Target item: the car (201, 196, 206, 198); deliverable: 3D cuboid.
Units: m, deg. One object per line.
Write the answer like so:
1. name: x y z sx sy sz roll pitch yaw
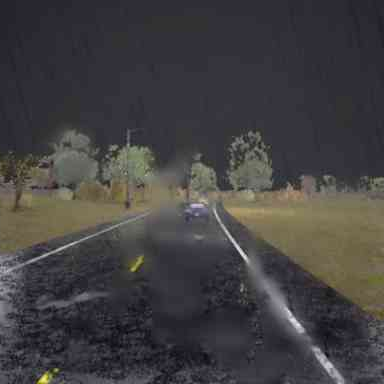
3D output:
1. car: 1.953 1.545 56.537 1.801 1.575 5.366 0 0 4

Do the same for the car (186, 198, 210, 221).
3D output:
1. car: 0.481 1.527 27.460 1.812 1.442 4.674 0 0 3
